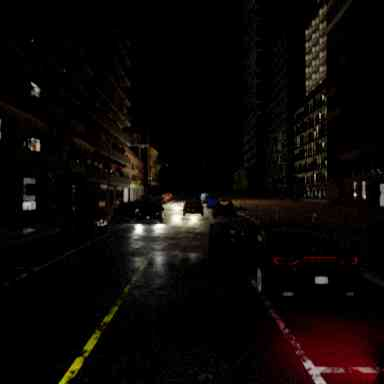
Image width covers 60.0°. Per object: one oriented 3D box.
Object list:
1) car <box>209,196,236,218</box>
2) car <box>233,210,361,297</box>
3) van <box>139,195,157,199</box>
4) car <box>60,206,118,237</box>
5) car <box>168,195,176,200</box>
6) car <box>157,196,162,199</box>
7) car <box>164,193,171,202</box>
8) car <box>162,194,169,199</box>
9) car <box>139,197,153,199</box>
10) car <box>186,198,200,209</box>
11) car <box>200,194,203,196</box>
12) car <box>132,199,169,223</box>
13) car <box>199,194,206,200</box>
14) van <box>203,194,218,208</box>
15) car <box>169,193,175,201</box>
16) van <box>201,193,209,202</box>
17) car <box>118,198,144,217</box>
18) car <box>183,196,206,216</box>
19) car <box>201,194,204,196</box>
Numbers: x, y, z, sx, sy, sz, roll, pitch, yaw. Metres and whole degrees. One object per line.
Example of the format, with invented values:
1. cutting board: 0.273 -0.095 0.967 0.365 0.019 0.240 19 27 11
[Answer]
1. car: 2.774 1.395 29.167 1.967 1.590 4.097 1 0 0
2. car: 2.381 1.464 8.574 1.882 1.535 5.008 0 0 0
3. van: -5.577 1.281 40.329 1.690 1.788 3.998 1 0 0
4. car: -5.635 1.516 18.050 1.887 1.381 4.507 1 0 0
5. car: -5.457 1.420 90.455 1.887 1.381 4.507 1 0 0
6. car: -5.566 1.457 45.728 1.752 1.417 4.829 1 0 0
7. car: -5.526 1.434 62.437 1.752 1.417 4.829 1 0 0
8. car: -5.539 1.467 57.036 2.008 1.369 4.403 1 0 0
9. car: -5.594 1.498 34.759 2.008 1.369 4.403 1 0 0
10. car: 0.174 1.532 46.193 1.895 1.301 4.718 0 0 1
11. car: 2.856 1.434 62.754 1.752 1.417 4.829 1 0 0
12. car: -3.037 1.486 25.305 1.812 1.442 4.674 0 0 0
13. car: 2.924 1.400 90.603 1.752 1.417 4.829 1 0 0
14. van: 2.817 1.273 45.877 1.690 1.788 3.998 1 0 0
15. car: -5.495 1.210 73.746 2.192 1.841 5.009 1 0 0
16. van: 2.885 1.236 73.725 1.690 1.788 3.998 1 0 0
17. car: -5.608 1.521 29.189 1.947 1.339 4.313 1 0 0
18. car: 0.137 1.428 32.183 1.882 1.535 5.008 0 0 0
19. car: 2.841 1.498 57.015 1.802 1.307 4.206 1 0 0
